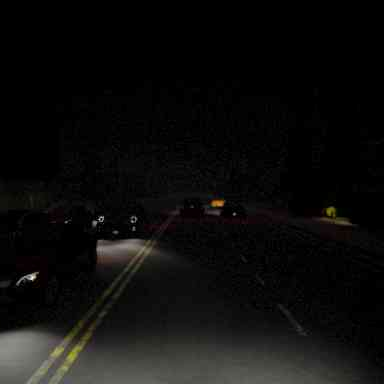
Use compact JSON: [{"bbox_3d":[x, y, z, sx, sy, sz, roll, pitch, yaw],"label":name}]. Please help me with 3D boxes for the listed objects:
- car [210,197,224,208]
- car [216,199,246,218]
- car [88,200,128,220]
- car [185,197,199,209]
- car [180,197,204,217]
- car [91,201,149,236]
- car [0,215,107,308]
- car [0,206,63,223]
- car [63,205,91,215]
[{"bbox_3d":[3.499,1.390,45.272,1.882,1.535,5.008,0,0,0],"label":"car"},{"bbox_3d":[3.527,1.543,29.710,1.895,1.301,4.718,0,0,0],"label":"car"},{"bbox_3d":[-7.070,1.495,28.475,2.033,1.411,5.357,0,0,0],"label":"car"},{"bbox_3d":[-0.001,1.418,45.132,1.837,1.490,4.892,0,0,0],"label":"car"},{"bbox_3d":[0.028,1.294,30.327,2.097,1.767,4.553,0,0,0],"label":"car"},{"bbox_3d":[-3.612,1.319,17.981,2.097,1.767,4.553,0,0,0],"label":"car"},{"bbox_3d":[-3.608,1.511,7.987,1.812,1.442,4.674,0,0,0],"label":"car"},{"bbox_3d":[-7.113,1.481,13.234,1.837,1.490,4.892,0,0,0],"label":"car"},{"bbox_3d":[-7.027,1.492,19.039,1.812,1.442,4.674,0,0,0],"label":"car"}]
